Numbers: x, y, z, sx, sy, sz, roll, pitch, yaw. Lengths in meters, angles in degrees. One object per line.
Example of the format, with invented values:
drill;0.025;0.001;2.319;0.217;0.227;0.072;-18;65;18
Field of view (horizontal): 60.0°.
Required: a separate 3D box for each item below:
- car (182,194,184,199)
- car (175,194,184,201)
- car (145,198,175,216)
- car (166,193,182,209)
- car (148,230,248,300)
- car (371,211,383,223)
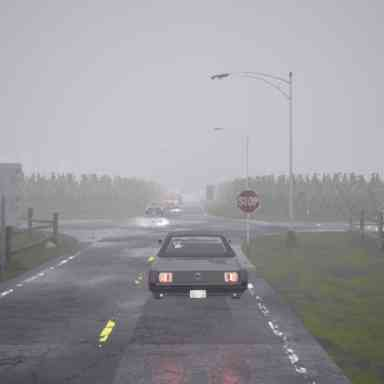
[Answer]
car;-2.808;1.194;57.959;2.150;2.045;5.566;0;0;0
car;-2.738;1.091;73.196;1.812;1.442;4.674;0;0;0
car;-3.235;1.591;32.352;1.895;1.301;4.718;0;0;6
car;-2.831;1.335;44.641;2.097;1.767;4.553;0;0;0
car;0.073;1.601;8.377;1.895;1.301;4.718;0;0;-1
car;15.250;1.684;23.949;4.181;1.385;1.994;0;-1;0
